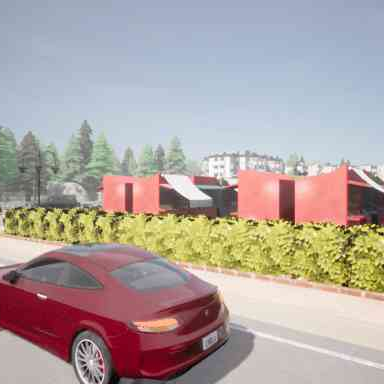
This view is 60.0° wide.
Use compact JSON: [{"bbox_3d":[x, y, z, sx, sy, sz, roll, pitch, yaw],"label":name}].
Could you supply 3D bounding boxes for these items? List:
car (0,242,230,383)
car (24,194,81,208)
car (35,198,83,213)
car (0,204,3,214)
[{"bbox_3d":[-1.649,1.526,5.171,4.674,1.442,1.812,0,0,36],"label":"car"},{"bbox_3d":[-14.477,1.277,34.375,2.150,2.045,5.566,0,0,36],"label":"car"},{"bbox_3d":[-15.478,1.533,38.927,1.882,1.535,5.008,0,0,36],"label":"car"},{"bbox_3d":[-20.748,1.407,31.727,2.097,1.767,4.553,0,0,36],"label":"car"}]
